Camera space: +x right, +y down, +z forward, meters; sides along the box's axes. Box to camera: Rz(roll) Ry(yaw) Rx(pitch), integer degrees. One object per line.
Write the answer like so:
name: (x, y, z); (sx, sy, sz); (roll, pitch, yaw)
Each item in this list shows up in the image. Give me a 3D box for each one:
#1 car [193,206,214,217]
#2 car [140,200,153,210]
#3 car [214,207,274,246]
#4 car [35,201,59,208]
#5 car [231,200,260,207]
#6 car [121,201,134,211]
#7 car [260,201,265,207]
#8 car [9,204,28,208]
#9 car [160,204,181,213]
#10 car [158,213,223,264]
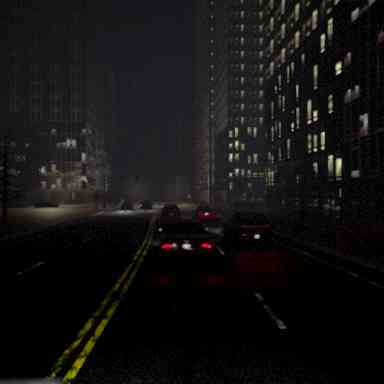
car: (1.178, 2.066, 33.015); (1.994, 1.385, 4.181); (0, -1, -6)
car: (-7.904, 2.241, 57.533); (2.097, 1.767, 4.553); (0, -1, -5)
car: (2.649, 1.744, 16.799); (2.128, 1.511, 4.902); (0, -1, -4)
car: (-28.200, 2.506, 64.842); (4.313, 1.339, 1.947); (0, 0, -5)
car: (10.587, 2.517, 68.187); (5.009, 1.841, 2.192); (0, 0, -5)
car: (-11.142, 2.391, 57.279); (2.128, 1.511, 4.902); (0, -1, -5)
car: (15.344, 2.757, 76.987); (4.829, 1.417, 1.752); (0, 0, -5)
car: (-33.869, 2.483, 64.410); (4.206, 1.307, 1.802); (0, 0, -5)
car: (-2.171, 2.004, 33.868); (1.882, 1.535, 5.008); (0, -1, -6)
car: (-0.305, 1.745, 12.650); (2.033, 1.411, 5.357); (0, -1, -3)
